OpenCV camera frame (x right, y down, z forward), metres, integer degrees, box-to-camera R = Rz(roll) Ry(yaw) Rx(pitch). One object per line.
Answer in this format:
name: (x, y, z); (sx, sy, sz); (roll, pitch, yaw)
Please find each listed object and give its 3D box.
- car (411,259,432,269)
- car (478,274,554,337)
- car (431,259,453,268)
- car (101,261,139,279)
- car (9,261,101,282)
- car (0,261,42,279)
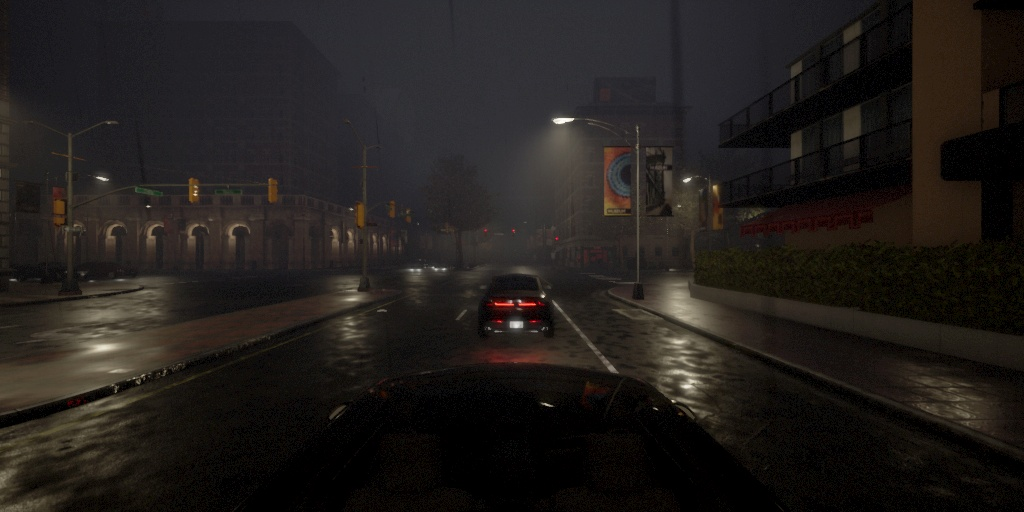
car: (-14.857, 1.241, 57.885); (2.128, 1.511, 4.902); (0, 0, 0)
car: (0.109, 1.255, 10.259); (1.837, 1.490, 4.892); (0, 0, 0)
car: (-11.352, 1.314, 58.657); (1.994, 1.385, 4.181); (0, 0, 0)
car: (-36.674, 1.228, 32.310); (5.008, 1.535, 1.882); (0, 0, 0)
car: (-36.930, 1.241, 28.810); (4.902, 1.511, 2.128); (0, 0, 0)
car: (-46.128, 1.228, 32.330); (5.008, 1.535, 1.882); (0, 0, 0)
